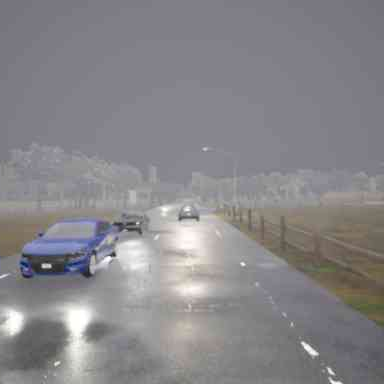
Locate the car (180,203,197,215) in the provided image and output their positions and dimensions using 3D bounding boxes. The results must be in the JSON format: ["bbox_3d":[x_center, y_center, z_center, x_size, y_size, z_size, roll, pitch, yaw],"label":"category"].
[{"bbox_3d":[-0.401,2.167,43.534,2.033,1.411,5.357,0,-1,0],"label":"car"}]

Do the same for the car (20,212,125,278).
[{"bbox_3d":[-3.693,1.618,10.873,1.882,1.535,5.008,0,-1,-1],"label":"car"}]

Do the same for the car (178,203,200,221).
[{"bbox_3d":[-0.296,1.986,31.767,1.994,1.385,4.181,0,-1,-1],"label":"car"}]

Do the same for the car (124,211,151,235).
[{"bbox_3d":[-3.784,1.873,20.871,1.895,1.301,4.718,0,-1,0],"label":"car"}]
